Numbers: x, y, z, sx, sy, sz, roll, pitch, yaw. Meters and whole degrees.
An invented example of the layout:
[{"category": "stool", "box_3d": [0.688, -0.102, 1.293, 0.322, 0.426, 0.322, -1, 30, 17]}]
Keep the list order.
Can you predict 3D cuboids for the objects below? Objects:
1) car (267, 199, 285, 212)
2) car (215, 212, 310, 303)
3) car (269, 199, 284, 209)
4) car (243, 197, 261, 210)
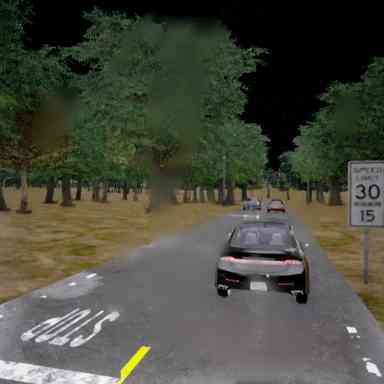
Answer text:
[{"category": "car", "box_3d": [9.727, 1.617, 38.388, 1.994, 1.385, 4.181, 0, 0, 15]}, {"category": "car", "box_3d": [1.811, 1.485, 8.316, 2.128, 1.511, 4.902, 0, 0, 15]}, {"category": "car", "box_3d": [12.223, 1.679, 48.033, 2.033, 1.411, 5.357, 0, -1, 15]}, {"category": "car", "box_3d": [7.849, 1.435, 43.178, 2.097, 1.767, 4.553, 0, 0, 15]}]
